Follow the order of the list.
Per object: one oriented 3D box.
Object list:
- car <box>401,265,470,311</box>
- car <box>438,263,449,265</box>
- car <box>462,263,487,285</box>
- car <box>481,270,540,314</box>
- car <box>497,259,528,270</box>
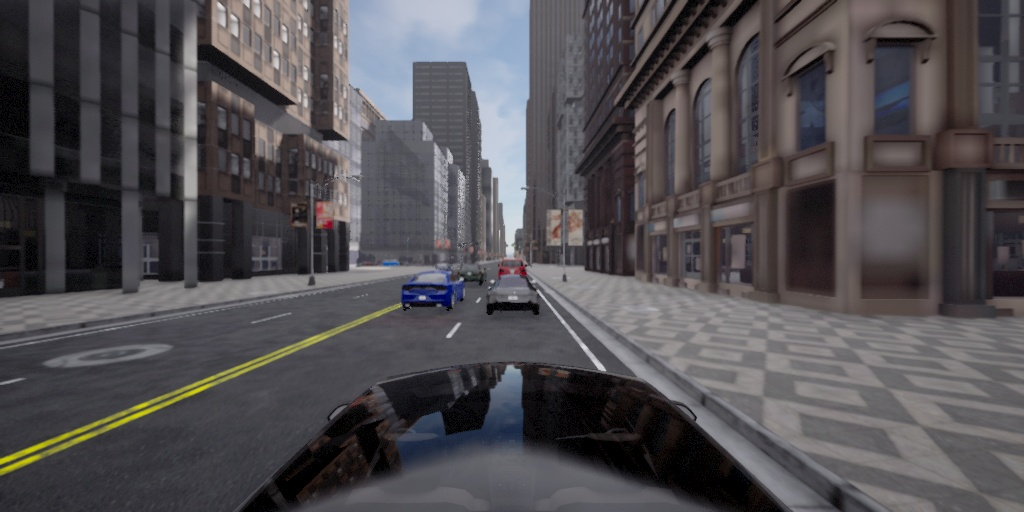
[{"bbox_3d":[-3.191,1.355,15.337,1.882,1.535,5.008,0,0,1],"label":"car"},{"bbox_3d":[-9.816,1.726,51.160,1.812,1.442,4.674,0,0,0],"label":"car"},{"bbox_3d":[-3.196,1.356,29.073,2.097,1.767,4.553,0,-1,1],"label":"car"},{"bbox_3d":[0.052,1.434,14.387,1.994,1.385,4.181,0,0,1],"label":"car"},{"bbox_3d":[0.041,1.218,28.023,2.150,2.045,5.566,0,0,0],"label":"car"}]
